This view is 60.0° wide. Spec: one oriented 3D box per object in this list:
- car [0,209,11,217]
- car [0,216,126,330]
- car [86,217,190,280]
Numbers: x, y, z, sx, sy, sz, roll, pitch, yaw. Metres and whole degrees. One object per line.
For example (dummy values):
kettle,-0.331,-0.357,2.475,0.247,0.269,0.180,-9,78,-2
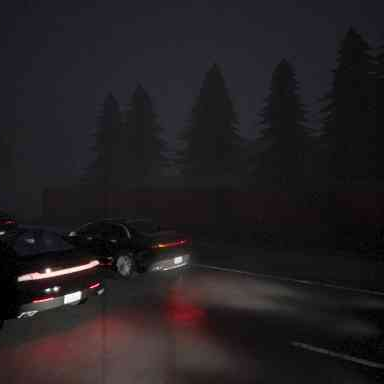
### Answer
car,-9.971,1.505,15.473,4.892,1.490,1.837,0,0,36
car,-3.899,1.492,6.799,4.902,1.511,2.128,0,0,36
car,-2.323,1.505,9.978,4.892,1.490,1.837,0,0,36
